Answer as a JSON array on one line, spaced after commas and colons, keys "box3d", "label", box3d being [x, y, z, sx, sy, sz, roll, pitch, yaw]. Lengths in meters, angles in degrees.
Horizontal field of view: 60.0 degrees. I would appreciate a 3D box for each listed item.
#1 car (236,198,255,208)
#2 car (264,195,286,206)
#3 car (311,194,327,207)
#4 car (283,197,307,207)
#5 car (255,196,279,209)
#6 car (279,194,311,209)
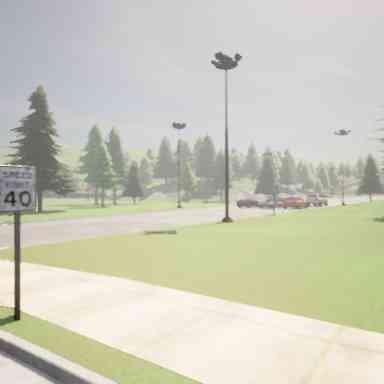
[{"box3d": [8.463, 1.607, 49.927, 2.128, 1.511, 4.902, 0, 0, 38], "label": "car"}, {"box3d": [14.628, 1.463, 58.234, 2.097, 1.767, 4.553, 0, 0, 37], "label": "car"}, {"box3d": [20.264, 1.293, 54.083, 2.150, 2.045, 5.566, 0, 0, 37], "label": "car"}, {"box3d": [17.447, 1.639, 56.157, 2.033, 1.411, 5.357, 0, 0, 37], "label": "car"}, {"box3d": [11.296, 1.696, 47.866, 1.895, 1.301, 4.718, 0, 0, 37], "label": "car"}, {"box3d": [14.340, 1.427, 46.089, 2.097, 1.767, 4.553, 0, 0, 37], "label": "car"}]
